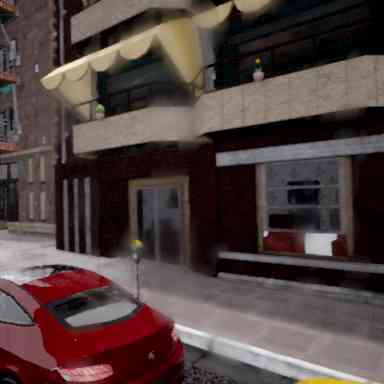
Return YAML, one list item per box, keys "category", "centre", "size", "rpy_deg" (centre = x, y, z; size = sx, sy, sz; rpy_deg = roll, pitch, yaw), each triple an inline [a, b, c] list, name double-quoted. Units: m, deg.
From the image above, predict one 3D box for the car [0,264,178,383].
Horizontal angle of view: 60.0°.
- category: "car"
  centre: [-2.022, 1.593, 4.186]
  size: [4.206, 1.307, 1.802]
  rpy_deg: [0, -2, 36]

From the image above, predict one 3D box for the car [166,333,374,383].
- category: "car"
  centre: [2.343, 1.522, 1.076]
  size: [4.829, 1.417, 1.752]
  rpy_deg: [0, -2, 36]
